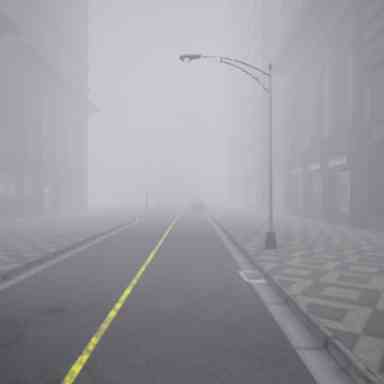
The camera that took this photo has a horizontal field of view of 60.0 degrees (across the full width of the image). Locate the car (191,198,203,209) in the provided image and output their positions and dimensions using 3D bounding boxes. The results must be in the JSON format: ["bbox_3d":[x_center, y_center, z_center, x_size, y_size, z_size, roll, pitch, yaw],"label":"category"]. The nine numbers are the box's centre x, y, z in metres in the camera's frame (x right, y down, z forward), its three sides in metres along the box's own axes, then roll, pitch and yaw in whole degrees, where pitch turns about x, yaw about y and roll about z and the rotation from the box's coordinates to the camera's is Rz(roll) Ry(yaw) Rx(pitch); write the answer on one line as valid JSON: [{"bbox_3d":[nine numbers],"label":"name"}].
[{"bbox_3d":[0.885,1.962,58.791,2.097,1.767,4.553,0,-1,0],"label":"car"}]

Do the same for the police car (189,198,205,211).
[{"bbox_3d":[0.888,1.923,48.930,1.930,1.638,5.238,0,-1,0],"label":"police car"}]

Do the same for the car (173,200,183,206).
[{"bbox_3d":[-3.017,2.362,71.755,1.895,1.301,4.718,0,-1,0],"label":"car"}]
